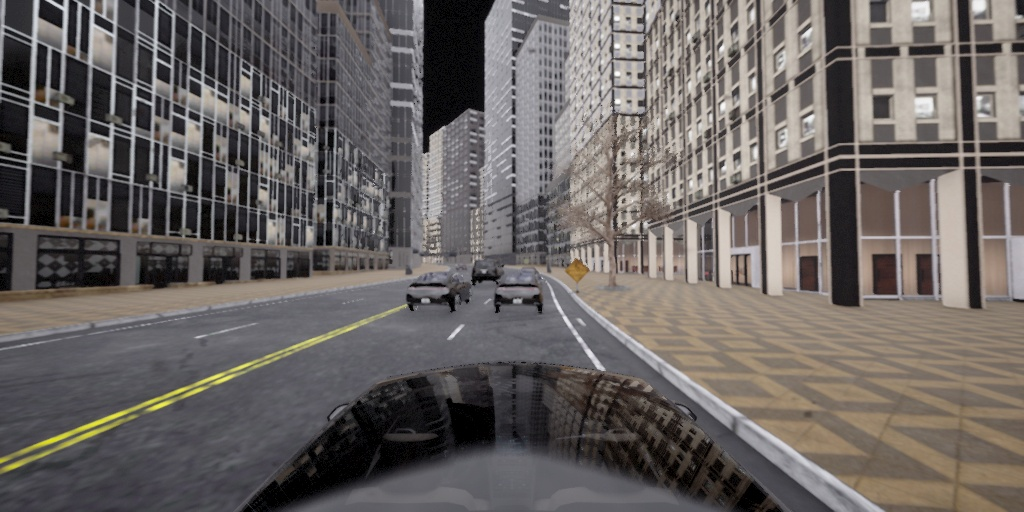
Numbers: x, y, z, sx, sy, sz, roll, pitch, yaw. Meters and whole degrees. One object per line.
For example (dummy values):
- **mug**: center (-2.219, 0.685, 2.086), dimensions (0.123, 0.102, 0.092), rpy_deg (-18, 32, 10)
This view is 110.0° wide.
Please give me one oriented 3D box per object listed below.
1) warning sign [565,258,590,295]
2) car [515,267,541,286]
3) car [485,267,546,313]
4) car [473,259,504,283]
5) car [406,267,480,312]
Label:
- **warning sign**: center (3.426, 1.051, 18.757), dimensions (1.300, 1.860, 1.060), rpy_deg (0, 0, 4)
- **car**: center (1.378, 1.636, 29.885), dimensions (1.994, 1.385, 4.181), rpy_deg (0, -1, 3)
- **car**: center (0.356, 1.391, 14.931), dimensions (2.128, 1.511, 4.902), rpy_deg (0, 0, 4)
- **car**: center (-1.919, 1.291, 29.121), dimensions (2.150, 2.045, 5.566), rpy_deg (0, 0, 3)
- **car**: center (-2.891, 1.397, 15.087), dimensions (2.128, 1.511, 4.902), rpy_deg (0, -1, 4)
